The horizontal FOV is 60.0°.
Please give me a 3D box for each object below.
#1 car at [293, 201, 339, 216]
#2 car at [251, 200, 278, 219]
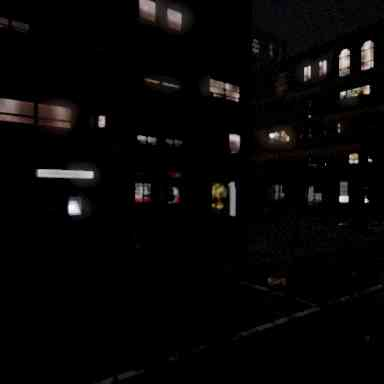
[{"bbox_3d":[11.918,1.580,32.272,2.008,1.369,4.403,0,0,-36],"label":"car"},{"bbox_3d":[5.317,1.419,27.511,1.967,1.590,4.097,0,0,-36],"label":"car"}]
